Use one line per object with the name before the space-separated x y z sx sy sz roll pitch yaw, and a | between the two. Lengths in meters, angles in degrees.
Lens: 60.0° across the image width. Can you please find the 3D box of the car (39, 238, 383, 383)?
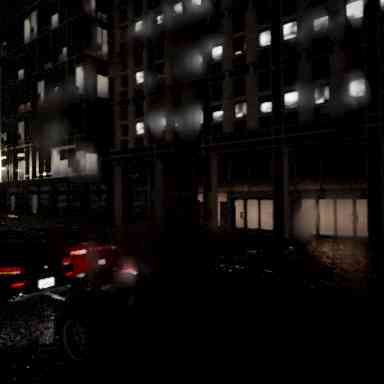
car | 0.243 1.556 4.167 4.674 1.442 1.812 0 0 36

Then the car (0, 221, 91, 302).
car | -4.621 1.563 7.677 4.674 1.442 1.812 0 0 36

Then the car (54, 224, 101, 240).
car | -4.028 1.596 9.541 4.507 1.381 1.887 0 -2 36

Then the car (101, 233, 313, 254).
car | 0.456 1.485 6.273 4.097 1.590 1.967 0 -2 36
